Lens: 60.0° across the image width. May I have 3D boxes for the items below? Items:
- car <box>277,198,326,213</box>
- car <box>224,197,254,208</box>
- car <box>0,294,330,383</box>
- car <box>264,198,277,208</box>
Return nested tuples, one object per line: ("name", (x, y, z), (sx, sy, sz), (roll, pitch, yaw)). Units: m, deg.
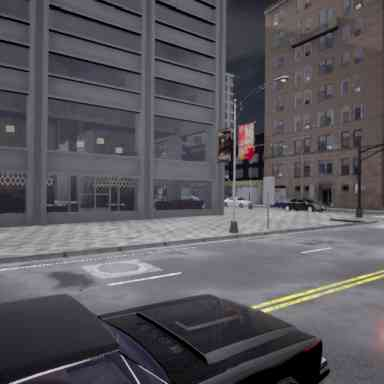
("car", (11.901, 1.403, 35.582), (1.837, 1.490, 4.892), (1, 0, -35))
("car", (6.037, 1.382, 43.907), (1.812, 1.442, 4.674), (1, 0, -35))
("car", (-0.987, 1.601, 2.679), (4.718, 1.301, 1.895), (0, 0, -35))
("car", (11.285, 1.439, 42.001), (1.812, 1.442, 4.674), (1, 0, -35))
